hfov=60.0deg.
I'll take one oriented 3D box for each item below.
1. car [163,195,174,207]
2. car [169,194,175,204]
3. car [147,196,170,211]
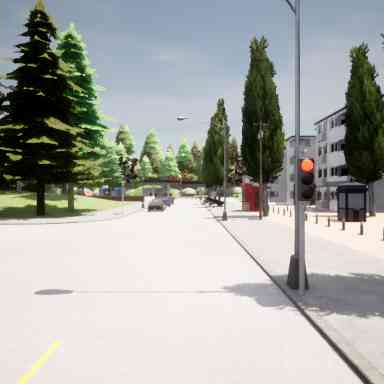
[{"bbox_3d":[-4.176,1.564,50.039,1.994,1.385,4.181,0,0,0],"label":"car"},{"bbox_3d":[-4.148,1.505,60.031,1.837,1.490,4.892,0,0,0],"label":"car"},{"bbox_3d":[-4.172,1.547,40.101,2.033,1.411,5.357,0,0,0],"label":"car"}]
